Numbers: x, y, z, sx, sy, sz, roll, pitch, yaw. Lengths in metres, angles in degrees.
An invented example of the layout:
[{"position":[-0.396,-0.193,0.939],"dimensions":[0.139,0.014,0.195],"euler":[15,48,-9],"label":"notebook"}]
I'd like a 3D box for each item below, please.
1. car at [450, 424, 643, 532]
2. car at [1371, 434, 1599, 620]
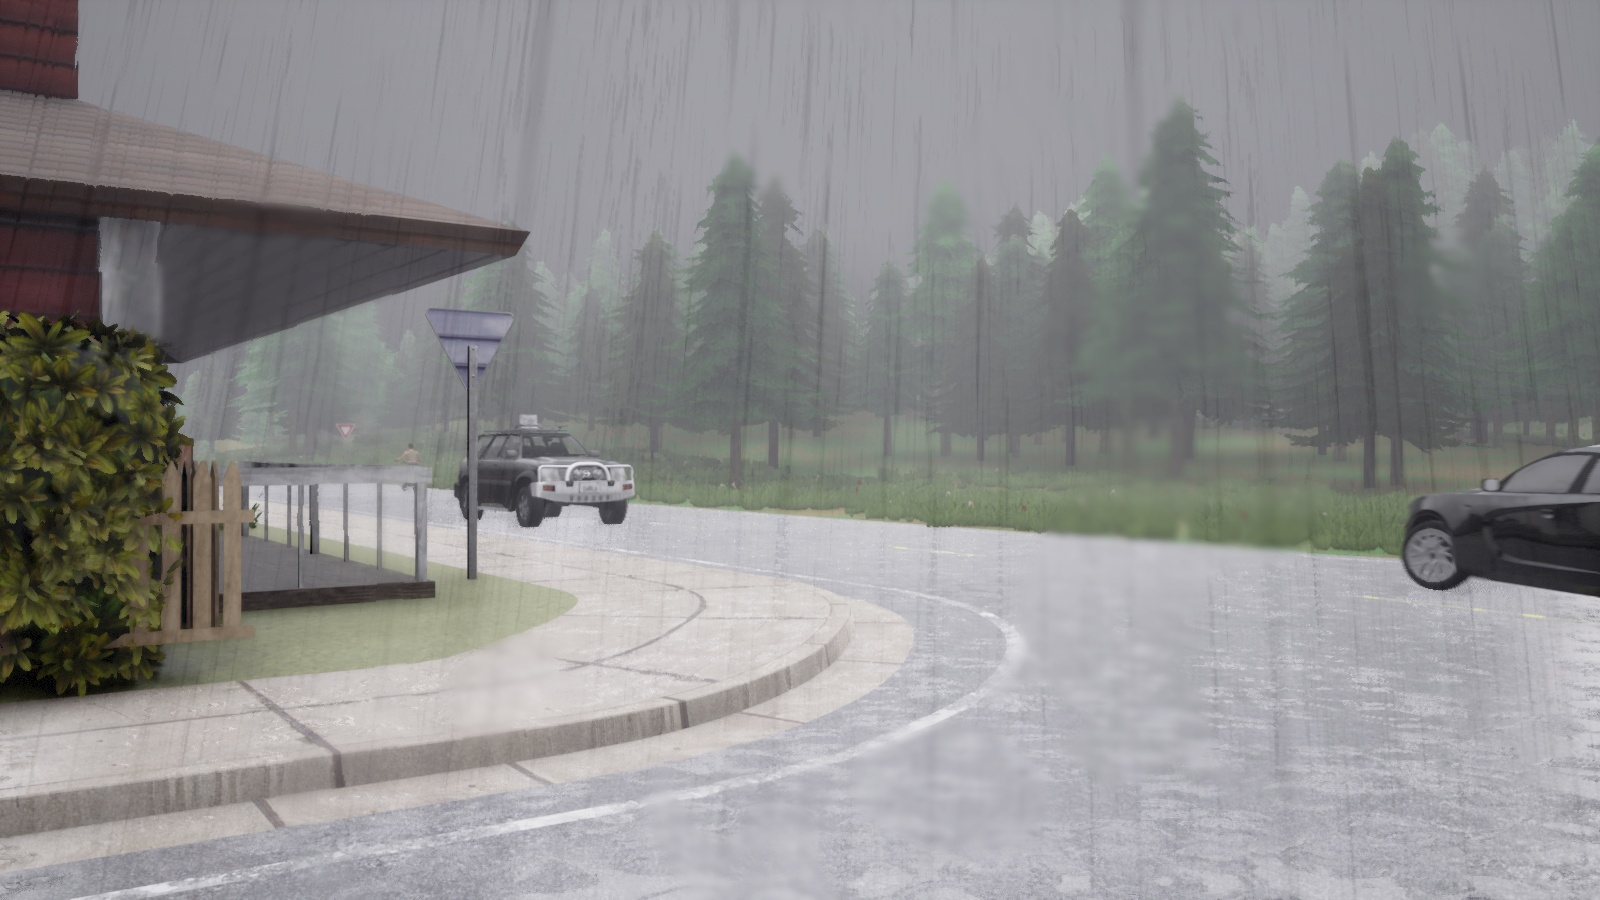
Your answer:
[{"position":[-4.945,0.487,23.972],"dimensions":[1.932,1.855,4.605],"euler":[0,0,-35],"label":"car"},{"position":[7.438,0.640,11.244],"dimensions":[1.882,1.535,5.008],"euler":[1,0,-7],"label":"car"}]
